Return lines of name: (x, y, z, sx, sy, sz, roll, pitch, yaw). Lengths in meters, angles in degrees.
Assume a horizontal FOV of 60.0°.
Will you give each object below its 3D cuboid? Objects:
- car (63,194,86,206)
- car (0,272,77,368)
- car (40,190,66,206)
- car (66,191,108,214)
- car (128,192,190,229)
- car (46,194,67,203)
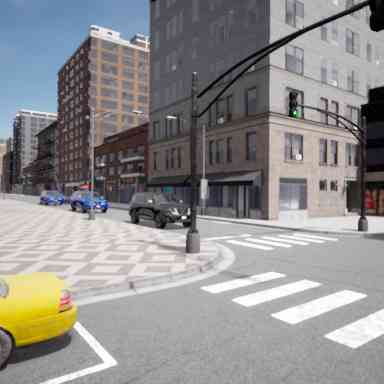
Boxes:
car: (-16.631, 1.114, 46.890, 1.812, 1.442, 4.674, 1, 0, -35)
car: (-3.945, 1.525, 3.938, 4.829, 1.417, 1.752, 0, 1, -36)
car: (-18.907, 0.785, 44.761, 2.150, 2.045, 5.566, 1, 0, -35)
car: (-9.945, 0.924, 31.989, 2.150, 2.045, 5.566, 1, 0, -35)
car: (-2.037, 1.050, 20.803, 2.150, 2.045, 5.566, 1, 0, -35)
car: (-22.391, 1.045, 54.946, 2.033, 1.411, 5.357, 1, 0, -35)
